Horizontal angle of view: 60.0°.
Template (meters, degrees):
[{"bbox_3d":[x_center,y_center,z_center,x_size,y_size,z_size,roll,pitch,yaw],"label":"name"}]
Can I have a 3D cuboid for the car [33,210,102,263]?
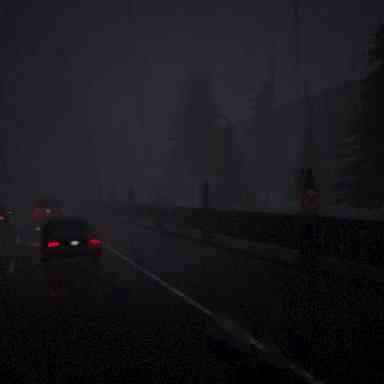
[{"bbox_3d":[-4.743,1.659,12.586,2.033,1.411,5.357,0,0,-26],"label":"car"}]

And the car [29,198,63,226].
[{"bbox_3d":[-11.382,1.472,26.069,2.150,2.045,5.566,0,0,-26],"label":"car"}]

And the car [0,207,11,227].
[{"bbox_3d":[-14.507,1.817,24.495,2.033,1.411,5.357,0,0,-26],"label":"car"}]

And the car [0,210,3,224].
[{"bbox_3d":[-8.307,1.635,11.922,2.128,1.511,4.902,0,0,-26],"label":"car"}]
